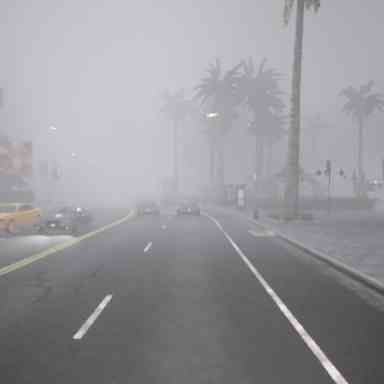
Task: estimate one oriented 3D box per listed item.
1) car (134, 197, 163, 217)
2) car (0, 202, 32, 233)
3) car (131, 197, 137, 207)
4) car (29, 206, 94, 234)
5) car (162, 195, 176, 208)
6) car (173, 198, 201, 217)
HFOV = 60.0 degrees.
[{"bbox_3d":[-3.872,1.436,29.751,1.994,1.385,4.181,0,0,-6],"label":"car"},{"bbox_3d":[-10.505,1.395,19.322,1.882,1.535,5.008,0,0,0],"label":"car"},{"bbox_3d":[-6.987,1.370,45.003,1.994,1.385,4.181,0,0,-17],"label":"car"},{"bbox_3d":[-7.011,1.484,18.735,1.994,1.385,4.181,0,0,0],"label":"car"},{"bbox_3d":[-3.233,1.159,44.637,2.097,1.767,4.553,0,0,-15],"label":"car"},{"bbox_3d":[-0.374,1.438,29.289,1.994,1.385,4.181,0,0,-4],"label":"car"}]
